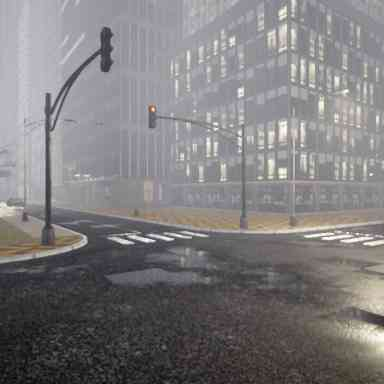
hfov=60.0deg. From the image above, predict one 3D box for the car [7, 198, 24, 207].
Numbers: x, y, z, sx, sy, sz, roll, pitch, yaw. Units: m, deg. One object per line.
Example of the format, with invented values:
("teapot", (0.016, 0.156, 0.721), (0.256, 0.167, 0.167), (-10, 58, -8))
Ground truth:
("car", (-26.853, 1.559, 50.526), (2.033, 1.411, 5.357), (0, 0, -35))
